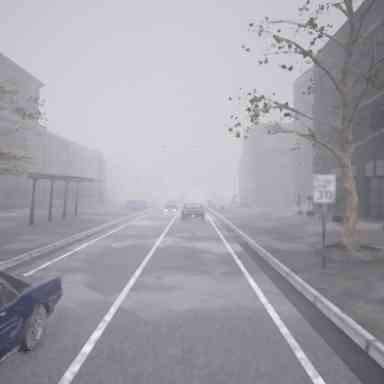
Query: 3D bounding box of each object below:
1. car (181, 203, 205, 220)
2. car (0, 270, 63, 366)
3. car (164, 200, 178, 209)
[{"bbox_3d":[0.084,1.614,28.345,1.895,1.301,4.718,0,0,0],"label":"car"},{"bbox_3d":[-3.103,1.600,3.388,1.895,1.301,4.718,0,0,0],"label":"car"},{"bbox_3d":[-3.028,1.815,49.207,2.033,1.411,5.357,0,0,0],"label":"car"}]
